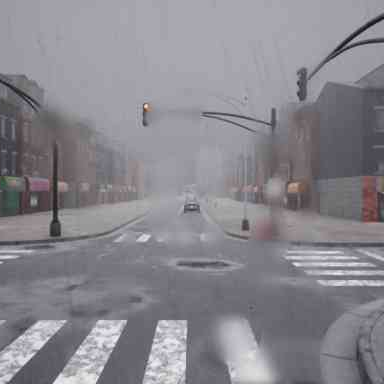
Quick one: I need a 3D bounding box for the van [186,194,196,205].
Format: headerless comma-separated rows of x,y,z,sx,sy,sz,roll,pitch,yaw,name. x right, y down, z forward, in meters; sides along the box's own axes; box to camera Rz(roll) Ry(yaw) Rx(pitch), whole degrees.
-0.107,1.344,59.114,1.690,1.788,3.998,0,0,0,van

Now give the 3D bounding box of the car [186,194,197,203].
-0.149,1.326,70.324,2.192,1.841,5.009,0,0,0,car

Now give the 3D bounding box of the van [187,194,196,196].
-0.085,1.341,53.508,1.690,1.788,3.998,0,0,0,van

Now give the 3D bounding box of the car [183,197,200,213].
-0.021,1.563,36.691,1.947,1.339,4.313,0,0,0,car

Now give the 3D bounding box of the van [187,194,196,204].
-0.128,1.347,64.719,1.690,1.788,3.998,0,0,0,van
